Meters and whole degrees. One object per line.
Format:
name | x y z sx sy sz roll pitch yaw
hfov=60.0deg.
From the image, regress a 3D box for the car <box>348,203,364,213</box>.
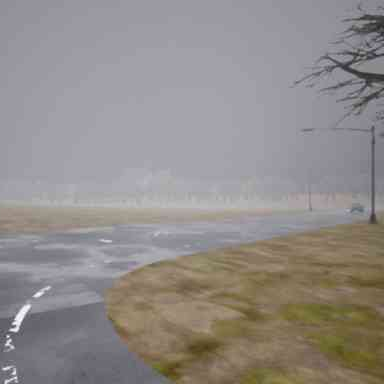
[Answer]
car | 35.460 3.329 71.278 2.150 2.045 5.566 0 -1 32
